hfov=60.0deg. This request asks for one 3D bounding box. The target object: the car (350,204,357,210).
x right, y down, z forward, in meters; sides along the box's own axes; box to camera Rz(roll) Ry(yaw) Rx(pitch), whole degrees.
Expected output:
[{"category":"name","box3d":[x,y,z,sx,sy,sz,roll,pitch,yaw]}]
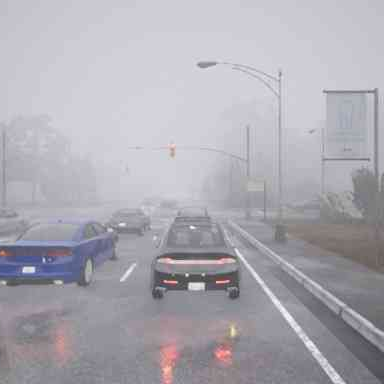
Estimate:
[{"category":"car","box3d":[22.592,1.578,41.115,5.357,1.411,2.033,0,0,3]}]

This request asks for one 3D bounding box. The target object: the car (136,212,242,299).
[{"category":"car","box3d":[0.073,1.499,8.452,2.128,1.511,4.902,0,0,0]}]

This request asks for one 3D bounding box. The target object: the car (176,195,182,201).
[{"category":"car","box3d":[-3.752,1.589,74.480,1.812,1.442,4.674,0,0,0]}]

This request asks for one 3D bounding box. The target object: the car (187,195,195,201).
[{"category":"car","box3d":[-0.295,1.593,85.657,2.128,1.511,4.902,0,0,0]}]

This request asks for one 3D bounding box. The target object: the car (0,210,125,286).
[{"category":"car","box3d":[-3.431,1.486,9.457,1.882,1.535,5.008,0,0,0]}]

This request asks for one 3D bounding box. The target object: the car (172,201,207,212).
[{"category":"car","box3d":[0.039,1.493,17.948,1.882,1.535,5.008,0,0,0]}]

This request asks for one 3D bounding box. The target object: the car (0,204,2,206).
[{"category":"car","box3d":[-23.364,1.524,36.351,4.902,1.511,2.128,0,0,3]}]

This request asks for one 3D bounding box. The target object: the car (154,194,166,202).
[{"category":"car","box3d":[-7.261,1.422,75.860,2.097,1.767,4.553,0,0,0]}]

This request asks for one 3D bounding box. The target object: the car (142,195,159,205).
[{"category":"car","box3d":[-7.273,1.554,56.567,1.837,1.490,4.892,0,0,0]}]

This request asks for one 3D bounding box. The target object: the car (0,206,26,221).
[{"category":"car","box3d":[-10.509,1.616,17.333,1.895,1.301,4.718,0,0,2]}]

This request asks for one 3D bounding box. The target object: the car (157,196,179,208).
[{"category":"car","box3d":[-3.538,1.644,50.017,1.895,1.301,4.718,0,0,4]}]

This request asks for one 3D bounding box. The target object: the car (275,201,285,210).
[{"category":"car","box3d":[12.855,1.528,41.644,4.902,1.511,2.128,0,0,3]}]

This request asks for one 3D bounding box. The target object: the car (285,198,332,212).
[{"category":"car","box3d":[13.573,1.559,38.086,4.674,1.442,1.812,0,0,3]}]

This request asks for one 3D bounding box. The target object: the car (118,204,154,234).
[{"category":"car","box3d":[-3.462,1.580,18.448,1.994,1.385,4.181,0,0,0]}]
